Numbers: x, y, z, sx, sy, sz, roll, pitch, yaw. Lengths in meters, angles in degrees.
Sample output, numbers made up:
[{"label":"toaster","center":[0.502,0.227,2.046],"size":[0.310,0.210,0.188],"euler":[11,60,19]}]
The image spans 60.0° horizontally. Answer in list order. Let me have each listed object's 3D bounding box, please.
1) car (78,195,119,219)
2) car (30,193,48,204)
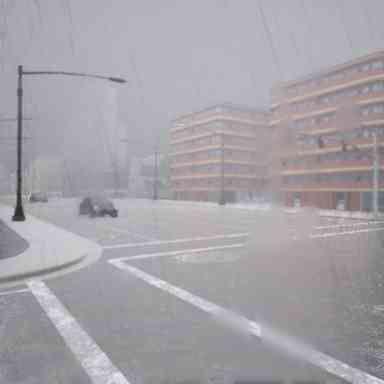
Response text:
[{"label":"car","center":[-7.719,1.198,27.302],"size":[2.097,1.767,4.553],"euler":[0,1,-35]},{"label":"car","center":[-22.525,0.925,48.841],"size":[1.812,1.442,4.674],"euler":[0,1,-35]}]
